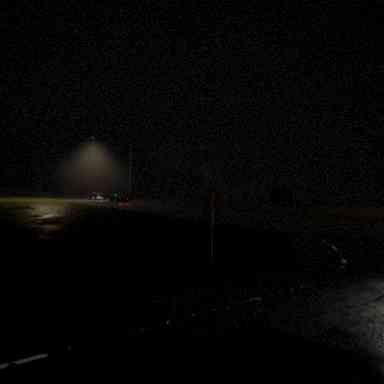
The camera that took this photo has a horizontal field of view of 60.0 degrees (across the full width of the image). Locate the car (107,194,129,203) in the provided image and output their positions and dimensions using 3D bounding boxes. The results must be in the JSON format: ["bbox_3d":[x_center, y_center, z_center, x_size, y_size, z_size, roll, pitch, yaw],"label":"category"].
[{"bbox_3d":[-11.523,0.978,51.522,1.895,1.301,4.718,2,0,-35],"label":"car"}]

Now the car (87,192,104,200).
[{"bbox_3d":[-17.279,0.688,59.660,1.837,1.490,4.892,2,0,-35],"label":"car"}]
